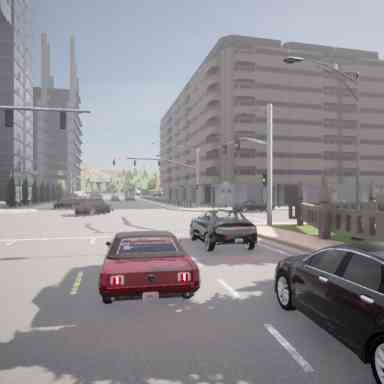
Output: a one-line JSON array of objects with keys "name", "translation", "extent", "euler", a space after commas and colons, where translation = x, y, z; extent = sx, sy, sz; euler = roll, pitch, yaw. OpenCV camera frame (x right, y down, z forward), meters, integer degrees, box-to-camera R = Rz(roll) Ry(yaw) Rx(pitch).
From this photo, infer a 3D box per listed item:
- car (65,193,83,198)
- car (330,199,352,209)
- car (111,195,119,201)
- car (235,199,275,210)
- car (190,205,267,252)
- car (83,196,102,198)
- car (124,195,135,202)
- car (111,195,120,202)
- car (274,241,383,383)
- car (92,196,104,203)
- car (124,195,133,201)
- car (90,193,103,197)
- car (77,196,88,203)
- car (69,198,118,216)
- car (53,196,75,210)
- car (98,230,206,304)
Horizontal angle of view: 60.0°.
[{"name": "car", "translation": [-19.284, 1.221, 53.262], "extent": [2.150, 2.045, 5.566], "euler": [0, 0, -13]}, {"name": "car", "translation": [17.183, 1.603, 40.313], "extent": [5.357, 1.411, 2.033], "euler": [0, 0, -15]}, {"name": "car", "translation": [-20.536, 1.548, 88.376], "extent": [1.994, 1.385, 4.181], "euler": [0, 0, -14]}, {"name": "car", "translation": [6.987, 1.560, 37.768], "extent": [4.892, 1.490, 1.837], "euler": [0, 0, -14]}, {"name": "car", "translation": [1.155, 1.492, 14.081], "extent": [2.128, 1.511, 4.902], "euler": [0, 0, -12]}, {"name": "car", "translation": [-14.703, 1.601, 49.235], "extent": [1.895, 1.301, 4.718], "euler": [0, 0, -13]}, {"name": "car", "translation": [-14.764, 1.591, 79.457], "extent": [1.895, 1.301, 4.718], "euler": [0, 0, -14]}, {"name": "car", "translation": [-18.155, 1.548, 78.589], "extent": [1.994, 1.385, 4.181], "euler": [0, 0, -14]}, {"name": "car", "translation": [2.821, 1.505, 5.010], "extent": [1.837, 1.490, 4.892], "euler": [0, 0, -7]}, {"name": "car", "translation": [-19.344, 1.525, 68.672], "extent": [2.128, 1.511, 4.902], "euler": [0, 0, -14]}, {"name": "car", "translation": [-17.135, 1.535, 89.204], "extent": [2.033, 1.411, 5.357], "euler": [0, 0, -14]}, {"name": "car", "translation": [-16.993, 1.221, 58.723], "extent": [2.150, 2.045, 5.566], "euler": [0, 0, -13]}, {"name": "car", "translation": [-24.044, 1.539, 73.185], "extent": [2.033, 1.411, 5.357], "euler": [0, 0, -14]}, {"name": "car", "translation": [-9.712, 1.577, 33.184], "extent": [1.994, 1.385, 4.181], "euler": [0, 0, 24]}, {"name": "car", "translation": [-16.986, 1.601, 43.775], "extent": [1.895, 1.301, 4.718], "euler": [0, 0, -14]}, {"name": "car", "translation": [-1.173, 1.601, 8.230], "extent": [1.895, 1.301, 4.718], "euler": [0, 0, -11]}]
